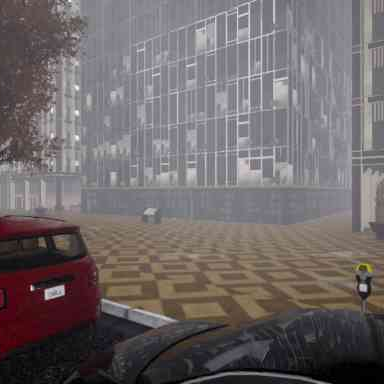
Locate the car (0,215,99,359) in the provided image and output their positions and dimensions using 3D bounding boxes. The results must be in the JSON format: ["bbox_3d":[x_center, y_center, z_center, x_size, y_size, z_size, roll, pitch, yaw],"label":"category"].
[{"bbox_3d":[-3.627,1.315,5.473,5.009,1.841,2.192,0,0,36],"label":"car"}]

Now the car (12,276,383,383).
[{"bbox_3d":[0.865,1.566,2.260,4.313,1.339,1.947,0,0,36],"label":"car"}]
